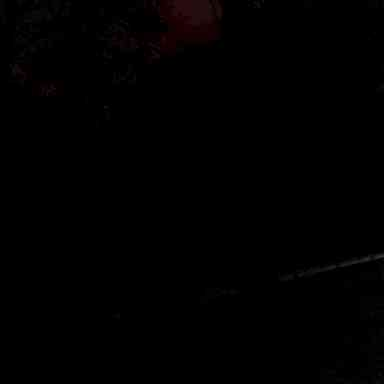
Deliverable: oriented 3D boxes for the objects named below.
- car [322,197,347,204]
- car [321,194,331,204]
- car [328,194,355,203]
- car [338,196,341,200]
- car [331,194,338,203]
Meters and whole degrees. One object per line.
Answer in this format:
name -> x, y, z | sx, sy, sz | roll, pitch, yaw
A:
car -> 33.887, 1.901, 79.054 | 2.097, 1.535, 5.008 | 0, 0, -36
car -> 27.174, 1.700, 74.290 | 2.435, 2.045, 5.566 | 0, 0, -36
car -> 36.140, 1.636, 80.692 | 2.435, 2.045, 5.566 | 0, 0, -36
car -> 31.723, 1.955, 77.506 | 2.002, 1.452, 4.674 | 0, 0, -36
car -> 29.340, 1.682, 75.837 | 2.435, 2.045, 5.566 | 0, 0, -36
